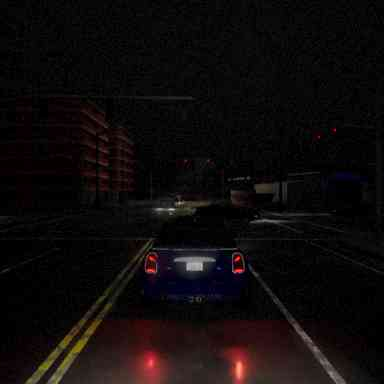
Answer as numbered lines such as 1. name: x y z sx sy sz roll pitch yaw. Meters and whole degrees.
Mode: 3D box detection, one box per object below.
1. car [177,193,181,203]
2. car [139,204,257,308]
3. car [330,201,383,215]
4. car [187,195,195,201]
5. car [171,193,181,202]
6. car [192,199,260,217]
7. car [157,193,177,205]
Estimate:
1. car: -3.673 1.530 67.649 2.033 1.411 5.357 0 0 0
2. car: 0.056 1.350 8.074 2.097 1.767 4.553 0 0 0
3. car: 16.390 1.592 33.161 4.718 1.301 1.895 0 0 0
4. car: -0.189 1.479 81.242 1.837 1.490 4.892 0 0 0
5. car: -3.682 1.205 78.358 2.150 2.045 5.566 0 0 0
6. car: 2.802 1.520 27.530 5.357 1.411 2.033 0 0 33
7. car: -3.709 1.209 47.535 2.150 2.045 5.566 0 0 0
